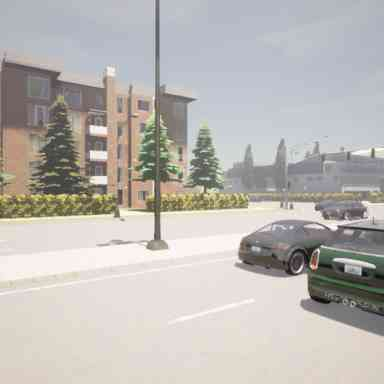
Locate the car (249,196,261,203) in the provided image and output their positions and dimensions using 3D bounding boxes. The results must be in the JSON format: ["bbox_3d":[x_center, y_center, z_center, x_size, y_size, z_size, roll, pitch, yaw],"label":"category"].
[{"bbox_3d":[12.303,1.491,69.560,2.128,1.511,4.902,0,0,-35],"label":"car"}]

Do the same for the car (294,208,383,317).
[{"bbox_3d":[4.486,1.351,6.933,4.553,1.767,2.097,0,0,-36],"label":"car"}]

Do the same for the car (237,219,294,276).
[{"bbox_3d":[3.425,1.563,10.467,4.181,1.385,1.994,0,0,-36],"label":"car"}]

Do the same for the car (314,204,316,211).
[{"bbox_3d":[15.909,1.559,38.169,4.181,1.385,1.994,0,0,-34],"label":"car"}]

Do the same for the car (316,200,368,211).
[{"bbox_3d":[12.591,1.503,27.234,4.892,1.490,1.837,1,0,-37],"label":"car"}]
